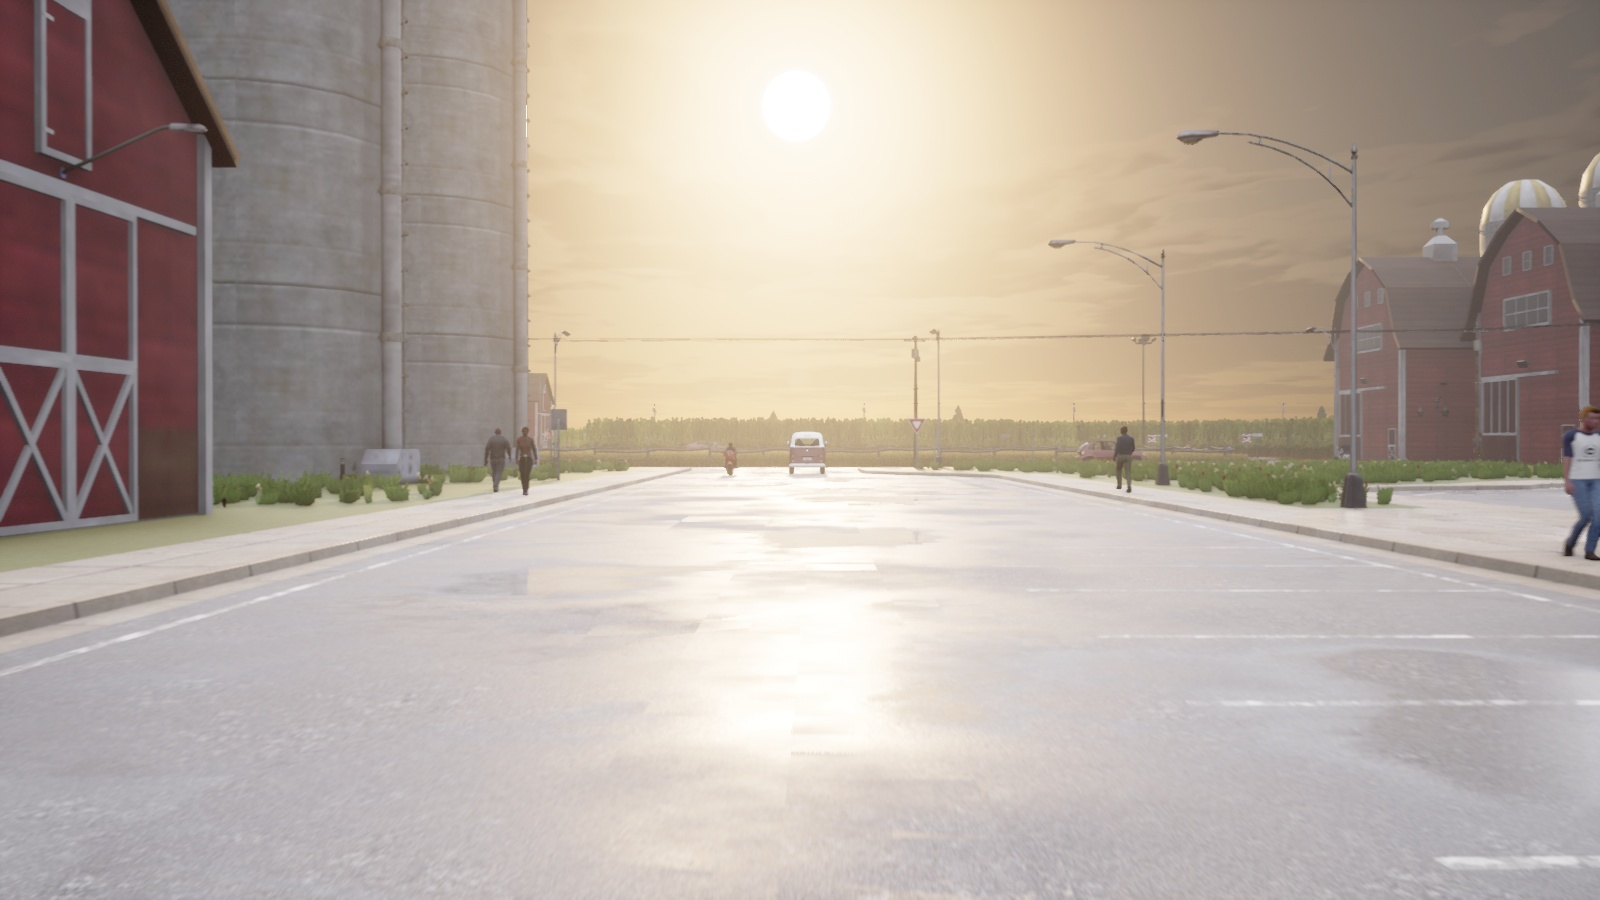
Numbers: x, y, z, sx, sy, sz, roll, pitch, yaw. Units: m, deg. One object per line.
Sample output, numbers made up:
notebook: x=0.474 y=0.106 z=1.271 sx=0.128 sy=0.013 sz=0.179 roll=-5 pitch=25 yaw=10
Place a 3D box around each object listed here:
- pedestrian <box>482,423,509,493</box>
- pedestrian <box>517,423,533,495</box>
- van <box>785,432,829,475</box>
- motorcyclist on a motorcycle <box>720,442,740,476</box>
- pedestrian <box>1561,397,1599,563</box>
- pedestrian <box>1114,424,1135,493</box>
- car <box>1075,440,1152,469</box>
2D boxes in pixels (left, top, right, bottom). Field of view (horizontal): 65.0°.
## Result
pedestrian: x=-8.204 y=0.208 z=33.879 sx=0.563 sy=1.883 sz=0.849 roll=0 pitch=0 yaw=-4
pedestrian: x=-6.935 y=0.221 z=31.691 sx=0.328 sy=1.805 sz=0.869 roll=0 pitch=0 yaw=-7
van: x=0.357 y=0.135 z=61.451 sx=2.069 sy=2.038 sz=4.480 roll=0 pitch=1 yaw=0
motorcyclist on a motorcycle: x=-3.161 y=0.412 z=56.962 sx=0.797 sy=1.523 sz=2.044 roll=0 pitch=0 yaw=0
pedestrian: x=9.020 y=0.330 z=14.256 sx=0.354 sy=1.836 sz=0.706 roll=0 pitch=0 yaw=4
pedestrian: x=8.695 y=0.223 z=33.680 sx=0.370 sy=1.835 sz=0.726 roll=0 pitch=0 yaw=-1
car: x=18.046 y=0.259 z=72.400 sx=3.988 sy=1.617 sz=1.851 roll=0 pitch=0 yaw=1
